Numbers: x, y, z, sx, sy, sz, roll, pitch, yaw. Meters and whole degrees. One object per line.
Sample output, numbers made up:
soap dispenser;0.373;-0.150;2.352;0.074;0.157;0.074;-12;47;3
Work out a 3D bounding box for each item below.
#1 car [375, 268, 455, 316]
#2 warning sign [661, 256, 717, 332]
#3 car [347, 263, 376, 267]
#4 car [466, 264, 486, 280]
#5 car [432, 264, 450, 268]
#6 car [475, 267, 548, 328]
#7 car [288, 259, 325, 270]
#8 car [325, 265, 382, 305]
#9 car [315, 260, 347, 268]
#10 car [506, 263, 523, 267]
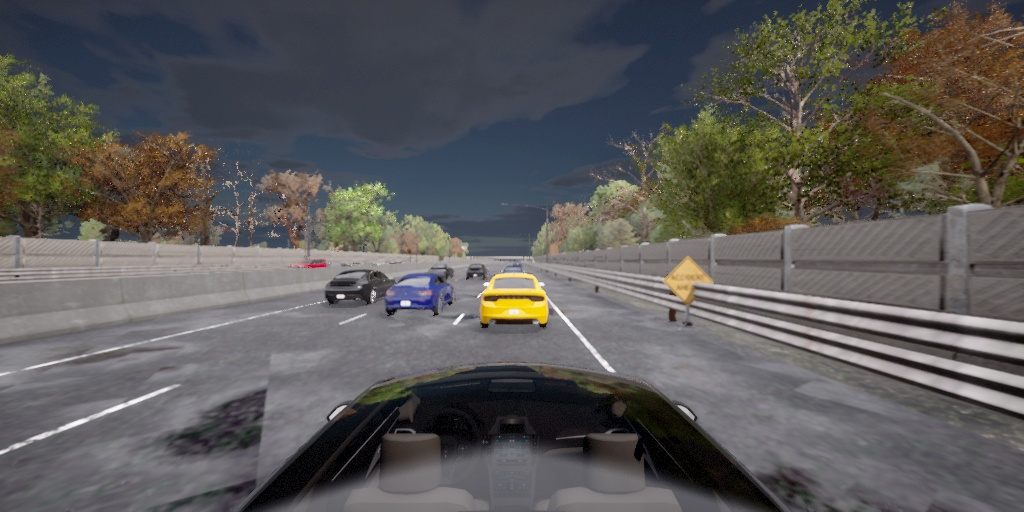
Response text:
car;-3.421;1.374;13.857;1.812;1.442;4.674;0;0;0
warning sign;4.553;0.926;9.306;1.300;1.860;1.060;0;0;0
car;-17.571;1.620;43.331;1.837;1.490;4.892;0;-1;0
car;-3.390;1.546;35.515;1.837;1.490;4.892;0;-1;0
car;-6.891;1.532;35.382;2.128;1.511;4.902;0;-1;0
car;0.067;1.308;11.780;1.882;1.535;5.008;0;0;0
car;-24.571;1.337;43.446;2.150;2.045;5.566;0;0;0
car;-6.908;1.381;16.894;1.837;1.490;4.892;0;0;0
car;-21.070;1.590;43.039;1.882;1.535;5.008;0;-1;0
car;0.099;1.541;30.332;2.033;1.411;5.357;0;0;0
